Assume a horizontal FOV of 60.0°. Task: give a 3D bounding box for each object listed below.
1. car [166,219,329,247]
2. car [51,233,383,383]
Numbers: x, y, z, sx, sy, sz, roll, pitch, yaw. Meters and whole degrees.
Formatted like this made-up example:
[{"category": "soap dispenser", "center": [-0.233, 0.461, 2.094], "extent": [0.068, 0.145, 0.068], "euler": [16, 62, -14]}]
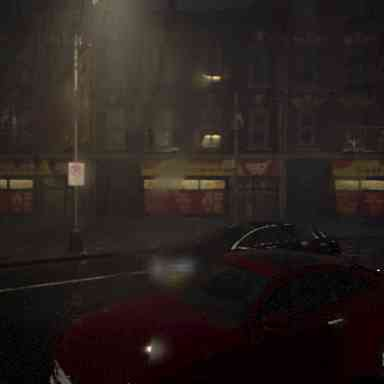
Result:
[{"category": "car", "center": [1.467, 1.458, 8.279], "extent": [4.892, 1.490, 1.837], "euler": [0, 0, -25]}, {"category": "car", "center": [0.821, 1.502, 4.052], "extent": [4.674, 1.442, 1.812], "euler": [0, 0, -28]}]
